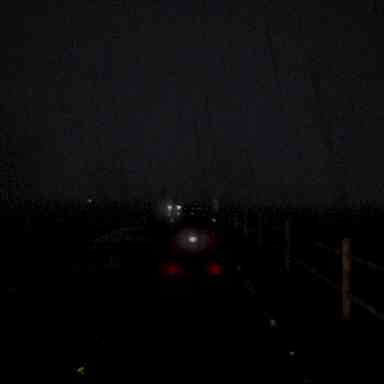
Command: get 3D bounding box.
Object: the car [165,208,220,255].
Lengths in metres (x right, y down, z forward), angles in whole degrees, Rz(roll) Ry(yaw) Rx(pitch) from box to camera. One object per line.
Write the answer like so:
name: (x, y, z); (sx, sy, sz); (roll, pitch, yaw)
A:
car: (0.043, 1.562, 13.209); (1.994, 1.385, 4.181); (0, 0, 0)

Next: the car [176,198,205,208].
car: (0.034, 1.492, 27.950); (2.128, 1.511, 4.902); (0, 0, 0)

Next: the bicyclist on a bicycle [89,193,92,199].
bicyclist on a bicycle: (-22.622, 1.002, 74.330); (0.582, 1.620, 1.656); (1, 0, 0)

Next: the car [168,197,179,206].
car: (-2.812, 1.531, 54.993); (1.837, 1.490, 4.892); (0, 0, 1)
